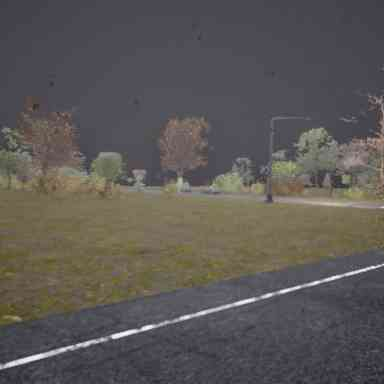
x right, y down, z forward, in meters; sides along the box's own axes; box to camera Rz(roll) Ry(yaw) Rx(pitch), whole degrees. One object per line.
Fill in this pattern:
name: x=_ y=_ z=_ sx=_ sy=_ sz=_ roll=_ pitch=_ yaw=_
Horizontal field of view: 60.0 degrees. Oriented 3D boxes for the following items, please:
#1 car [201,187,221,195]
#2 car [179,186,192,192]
car: x=3.541 y=-0.218 z=63.181 sx=1.994 sy=1.385 sz=4.181 roll=0 pitch=2 yaw=-36
car: x=-2.046 y=-0.655 z=70.975 sx=2.033 sy=1.411 sz=5.357 roll=0 pitch=2 yaw=-36
